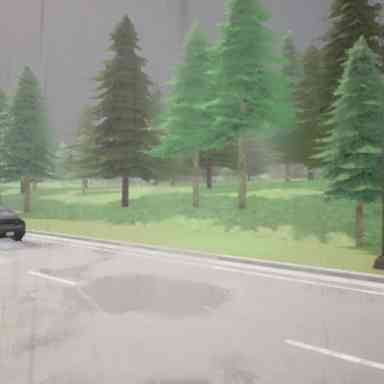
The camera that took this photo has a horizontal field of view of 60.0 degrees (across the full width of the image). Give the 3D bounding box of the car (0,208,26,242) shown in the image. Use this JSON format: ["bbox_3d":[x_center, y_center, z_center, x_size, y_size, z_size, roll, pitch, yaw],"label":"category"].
[{"bbox_3d":[-9.379,1.449,14.970,4.892,1.490,1.837,0,0,36],"label":"car"}]
